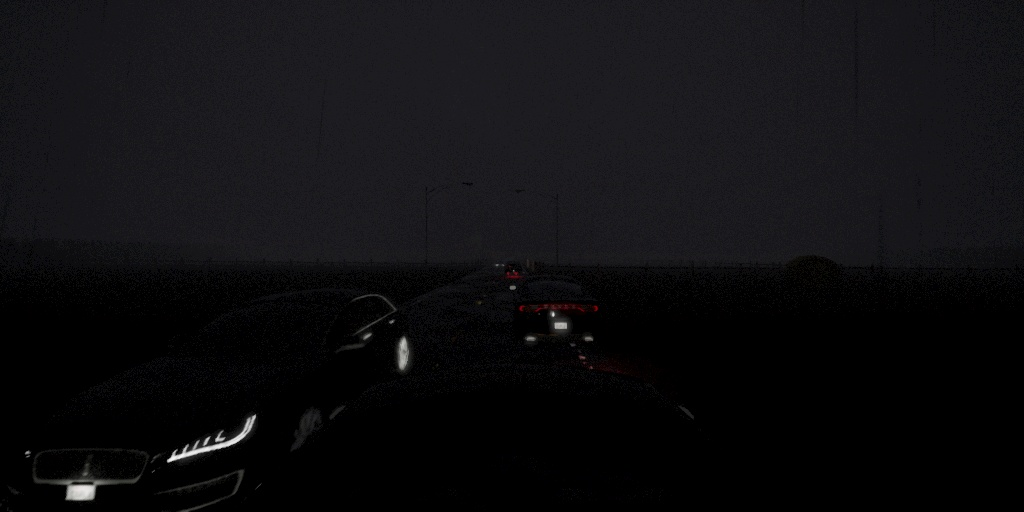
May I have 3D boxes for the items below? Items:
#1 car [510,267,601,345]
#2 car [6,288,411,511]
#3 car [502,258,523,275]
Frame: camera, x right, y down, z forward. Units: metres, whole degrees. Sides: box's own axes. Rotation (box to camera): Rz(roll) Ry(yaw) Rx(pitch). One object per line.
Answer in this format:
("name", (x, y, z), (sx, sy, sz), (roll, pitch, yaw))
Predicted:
("car", (0.965, 1.228, 9.566), (1.882, 1.535, 5.008), (0, 0, 0))
("car", (-2.749, 1.255, 4.716), (1.837, 1.490, 4.892), (0, 0, 0))
("car", (0.111, 1.250, 38.733), (1.837, 1.490, 4.892), (0, 0, -2))
